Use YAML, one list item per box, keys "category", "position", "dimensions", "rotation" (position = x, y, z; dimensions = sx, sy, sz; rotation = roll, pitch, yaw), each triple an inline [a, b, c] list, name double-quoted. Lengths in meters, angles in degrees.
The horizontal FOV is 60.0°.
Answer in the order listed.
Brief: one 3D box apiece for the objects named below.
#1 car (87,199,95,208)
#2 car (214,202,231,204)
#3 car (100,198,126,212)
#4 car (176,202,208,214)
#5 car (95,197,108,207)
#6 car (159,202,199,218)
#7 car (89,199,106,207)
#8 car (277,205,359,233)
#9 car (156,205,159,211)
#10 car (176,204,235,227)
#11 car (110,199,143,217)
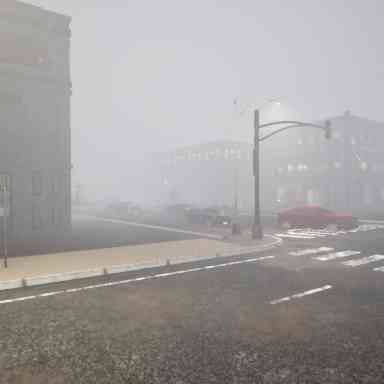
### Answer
- category: "car"
  position: [-19.223, 2.159, 63.414]
  dimensions: [2.128, 1.511, 4.902]
  rotation: [-1, 0, -36]
- category: "car"
  position: [3.105, 1.809, 36.580]
  dimensions: [2.008, 1.369, 4.403]
  rotation: [-2, 0, -36]
- category: "car"
  position: [-10.363, 1.976, 45.530]
  dimensions: [2.128, 1.511, 4.902]
  rotation: [-1, 0, -35]
- category: "car"
  position: [-0.110, 1.904, 41.086]
  dimensions: [1.802, 1.307, 4.206]
  rotation: [-2, 0, -36]
- category: "car"
  position: [-16.198, 1.940, 63.609]
  dimensions: [2.192, 1.841, 5.009]
  rotation: [-1, 0, -36]
- category: "car"
  position: [-0.941, 1.830, 32.299]
  dimensions: [1.812, 1.442, 4.674]
  rotation: [-1, 0, -35]
- category: "car"
  position: [-19.408, 2.228, 68.114]
  dimensions: [1.887, 1.381, 4.507]
  rotation: [-1, 0, -36]
- category: "car"
  position: [7.663, 1.592, 20.685]
  dimensions: [1.882, 1.535, 5.008]
  rotation: [-1, -1, -39]
- category: "car"
  position: [-3.326, 1.966, 45.590]
  dimensions: [1.802, 1.307, 4.206]
  rotation: [-2, 0, -36]
- category: "car"
  position: [1.035, 1.814, 24.850]
  dimensions: [1.947, 1.339, 4.313]
  rotation: [-2, 0, -36]
- category: "car"
  position: [-6.933, 1.846, 36.214]
  dimensions: [1.967, 1.590, 4.097]
  rotation: [-1, 0, -36]
